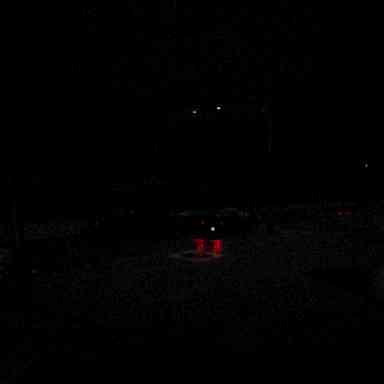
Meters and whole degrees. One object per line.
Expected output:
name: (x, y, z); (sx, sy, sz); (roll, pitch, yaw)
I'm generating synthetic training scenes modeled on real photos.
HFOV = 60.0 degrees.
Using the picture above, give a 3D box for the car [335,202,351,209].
car: (27.953, 2.483, 61.596); (1.947, 1.339, 4.313); (-1, -1, 35)

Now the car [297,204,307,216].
car: (12.310, 2.091, 39.575); (2.008, 1.369, 4.403); (-1, -1, 35)

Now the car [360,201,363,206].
car: (34.210, 2.634, 70.405); (1.947, 1.339, 4.313); (-1, -1, 35)

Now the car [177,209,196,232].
car: (-0.205, 1.817, 21.956); (1.802, 1.307, 4.206); (-1, -1, 35)

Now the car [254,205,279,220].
car: (6.053, 1.954, 30.766); (1.947, 1.339, 4.313); (-1, -1, 35)

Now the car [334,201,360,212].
car: (23.928, 2.272, 51.188); (2.128, 1.511, 4.902); (0, -1, 36)

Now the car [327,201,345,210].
car: (24.727, 2.365, 57.054); (1.752, 1.417, 4.829); (-1, -1, 35)

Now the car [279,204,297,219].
car: (9.181, 2.030, 35.170); (1.947, 1.339, 4.313); (-1, -1, 35)

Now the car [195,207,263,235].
car: (2.495, 1.860, 21.008); (1.895, 1.301, 4.718); (0, -1, 35)

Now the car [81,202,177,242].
car: (-3.333, 1.473, 17.557); (2.192, 1.841, 5.009); (-1, -1, 35)

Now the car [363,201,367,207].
car: (40.467, 2.787, 79.213); (1.947, 1.339, 4.313); (-1, -1, 35)

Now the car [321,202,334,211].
car: (21.696, 2.318, 52.788); (2.008, 1.369, 4.403); (-1, -1, 35)

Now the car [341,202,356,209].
car: (31.082, 2.574, 66.001); (1.802, 1.307, 4.206); (-1, -1, 35)

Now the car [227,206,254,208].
car: (2.826, 1.834, 26.223); (1.752, 1.417, 4.829); (-1, -1, 35)
